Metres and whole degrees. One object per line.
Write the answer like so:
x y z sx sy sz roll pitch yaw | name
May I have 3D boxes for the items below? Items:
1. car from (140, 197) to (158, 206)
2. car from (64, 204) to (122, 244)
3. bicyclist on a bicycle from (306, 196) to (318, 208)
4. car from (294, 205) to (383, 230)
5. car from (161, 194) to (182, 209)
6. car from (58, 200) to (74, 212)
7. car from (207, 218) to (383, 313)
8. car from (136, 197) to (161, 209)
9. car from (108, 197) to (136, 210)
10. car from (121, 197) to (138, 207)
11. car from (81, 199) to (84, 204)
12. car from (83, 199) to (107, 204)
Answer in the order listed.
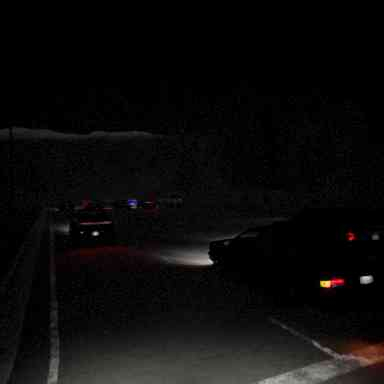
-7.559 1.625 58.375 1.882 1.535 5.008 -1 0 -23 | car
-5.049 1.580 16.537 2.128 1.511 4.902 -1 0 -22 | car
9.959 1.153 27.414 1.656 1.620 0.582 -1 0 -23 | bicyclist on a bicycle
4.402 1.285 11.209 2.097 1.767 4.553 -1 0 -19 | car
-3.279 1.296 48.515 2.150 2.045 5.566 -1 0 -23 | car
-16.682 1.781 44.273 2.128 1.511 4.902 -1 0 -23 | car
2.102 1.517 7.891 2.033 1.411 5.357 -1 0 -18 | car
-6.583 1.618 47.350 2.128 1.511 4.902 -1 0 -23 | car
-9.679 1.724 45.676 2.033 1.411 5.357 -1 0 -22 | car
-10.688 1.675 56.790 1.882 1.535 5.008 -1 0 -23 | car
-17.004 1.824 53.965 1.812 1.442 4.674 -1 0 -23 | car
-13.073 1.832 44.733 1.895 1.301 4.718 -1 0 -23 | car
